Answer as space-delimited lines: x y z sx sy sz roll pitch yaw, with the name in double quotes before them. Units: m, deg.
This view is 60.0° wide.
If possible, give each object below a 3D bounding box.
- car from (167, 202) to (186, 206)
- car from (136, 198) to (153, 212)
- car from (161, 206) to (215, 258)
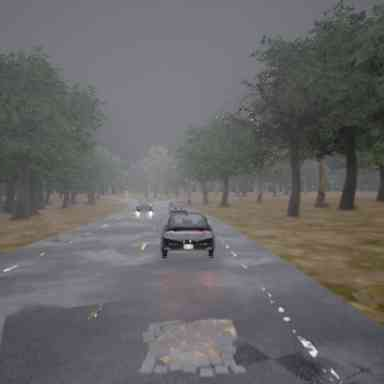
"car" -1.592 1.711 35.352 2.033 1.411 5.357 0 0 -5
"car" -6.046 1.578 42.577 2.097 1.767 4.553 0 0 -6
"car" -0.194 1.525 12.983 2.128 1.511 4.902 0 0 -2
